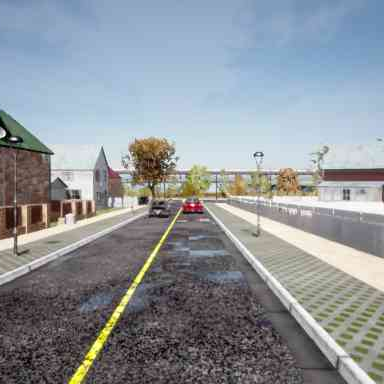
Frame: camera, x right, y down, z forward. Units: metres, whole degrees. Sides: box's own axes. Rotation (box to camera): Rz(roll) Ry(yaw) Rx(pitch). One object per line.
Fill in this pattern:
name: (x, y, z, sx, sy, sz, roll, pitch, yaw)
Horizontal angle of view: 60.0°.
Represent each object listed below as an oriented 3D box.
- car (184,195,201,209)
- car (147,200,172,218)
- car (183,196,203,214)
car: (0.071, 1.354, 45.120, 2.097, 1.767, 4.553, 0, 0, 0)
car: (-2.847, 1.497, 30.266, 1.837, 1.490, 4.892, 0, 0, 0)
car: (0.075, 1.346, 35.359, 2.097, 1.767, 4.553, 0, 0, 0)
